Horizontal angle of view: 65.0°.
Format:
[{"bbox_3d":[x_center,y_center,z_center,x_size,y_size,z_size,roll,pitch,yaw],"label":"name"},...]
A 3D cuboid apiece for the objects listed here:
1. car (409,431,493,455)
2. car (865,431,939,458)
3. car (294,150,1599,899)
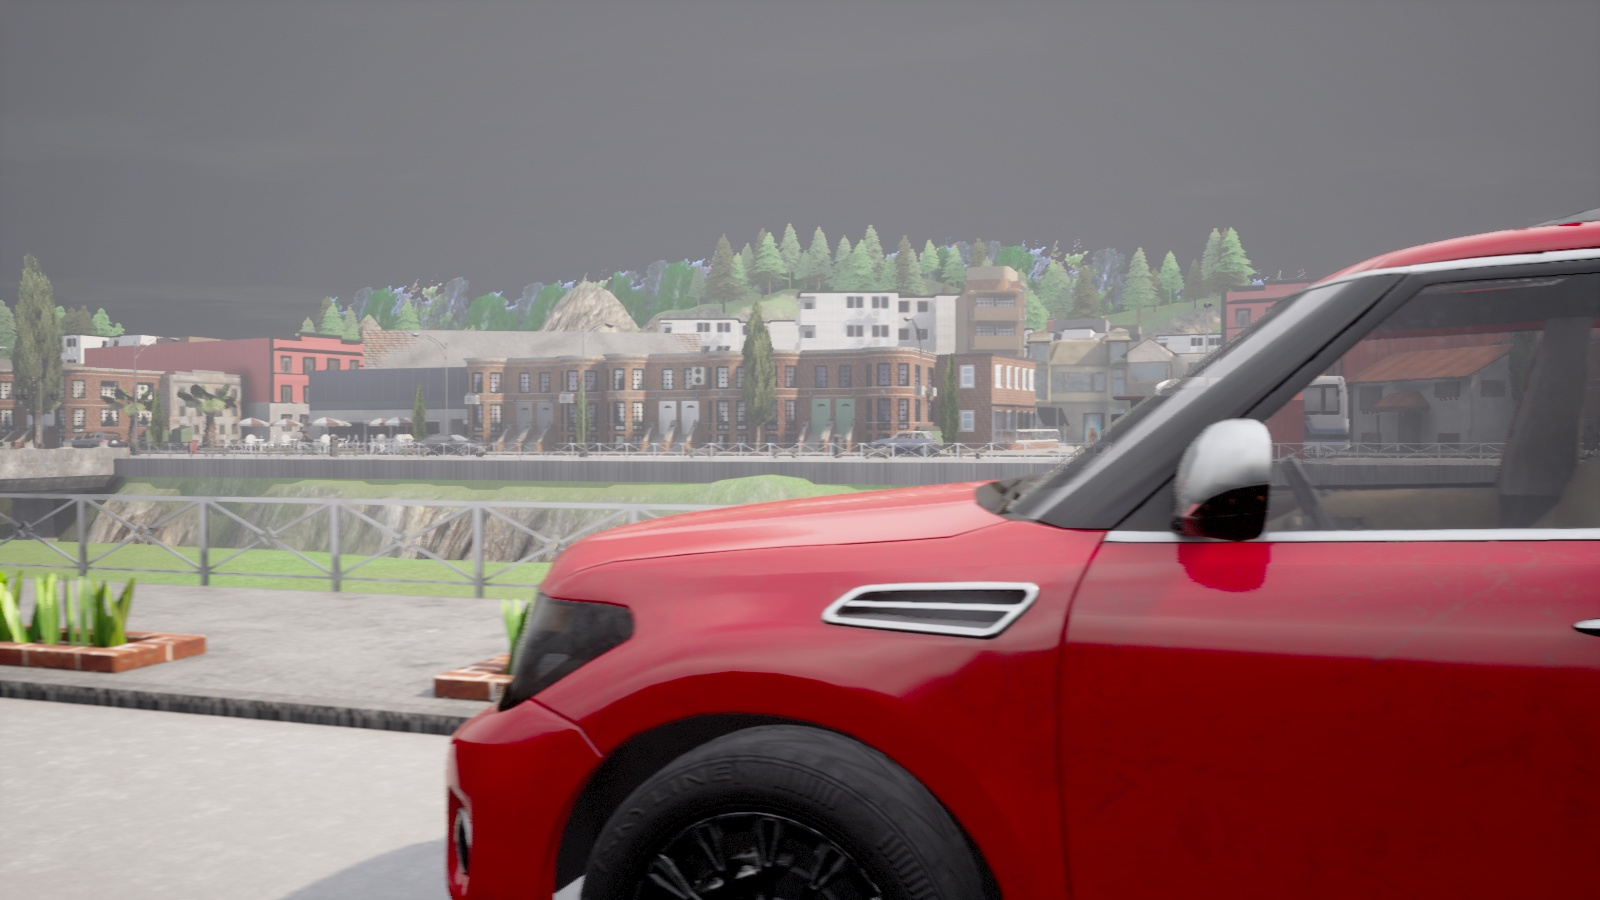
[{"bbox_3d":[-21.077,-0.441,75.864,4.674,1.442,1.812,1,1,19],"label":"car"},{"bbox_3d":[5.762,-0.324,71.080,3.806,1.475,1.970,1,1,19],"label":"car"},{"bbox_3d":[1.779,0.502,3.119,5.566,2.045,2.150,1,1,19],"label":"car"}]
